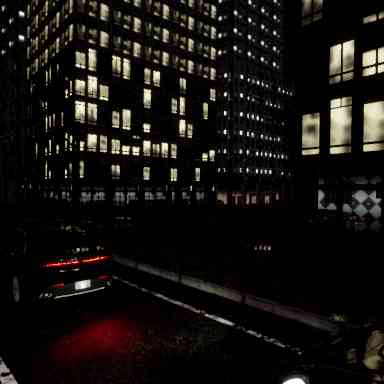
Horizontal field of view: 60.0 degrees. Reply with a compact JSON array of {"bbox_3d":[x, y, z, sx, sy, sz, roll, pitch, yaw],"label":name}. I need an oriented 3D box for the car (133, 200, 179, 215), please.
[{"bbox_3d":[-3.850,1.647,36.421,4.829,1.417,1.752,1,0,-40],"label":"car"}]

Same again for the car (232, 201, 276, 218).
[{"bbox_3d":[6.135,1.832,33.907,4.829,1.417,1.752,1,0,-40],"label":"car"}]

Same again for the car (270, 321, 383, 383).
[{"bbox_3d":[2.438,1.352,1.316,2.097,1.767,4.553,0,0,-41],"label":"car"}]

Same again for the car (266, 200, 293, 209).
[{"bbox_3d":[13.469,1.881,51.131,4.313,1.339,1.947,1,0,-40],"label":"car"}]

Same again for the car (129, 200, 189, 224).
[{"bbox_3d":[-2.589,1.523,26.495,5.009,1.841,2.192,1,0,-40],"label":"car"}]

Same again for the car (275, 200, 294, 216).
[{"bbox_3d":[10.304,1.936,37.449,4.206,1.307,1.802,1,0,-40],"label":"car"}]

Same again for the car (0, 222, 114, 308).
[{"bbox_3d":[-3.658,1.501,8.099,1.837,1.490,4.892,0,0,-41],"label":"car"}]
